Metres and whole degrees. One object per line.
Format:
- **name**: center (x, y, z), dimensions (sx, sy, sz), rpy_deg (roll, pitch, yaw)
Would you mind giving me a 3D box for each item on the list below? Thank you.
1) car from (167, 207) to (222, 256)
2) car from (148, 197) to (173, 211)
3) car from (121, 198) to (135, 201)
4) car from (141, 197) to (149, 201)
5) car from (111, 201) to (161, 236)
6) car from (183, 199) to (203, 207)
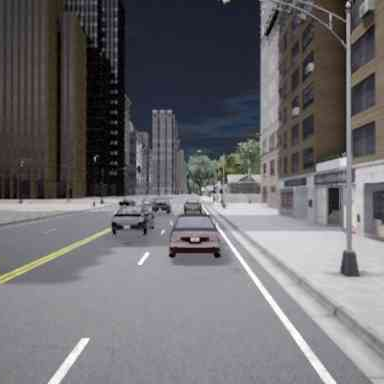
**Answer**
- **car**: center (0.096, 1.539, 12.958), dimensions (2.033, 1.411, 5.357), rpy_deg (0, 0, 0)
- **car**: center (-3.141, 1.469, 35.101), dimensions (1.837, 1.490, 4.892), rpy_deg (0, 0, 0)
- **car**: center (-9.739, 1.562, 49.960), dimensions (1.895, 1.301, 4.718), rpy_deg (0, 0, 0)
- **car**: center (-6.489, 1.439, 49.924), dimensions (2.128, 1.511, 4.902), rpy_deg (0, 0, 0)
- **car**: center (-3.146, 1.477, 18.482), dimensions (2.128, 1.511, 4.902), rpy_deg (0, 0, 0)
- **car**: center (0.107, 1.454, 35.172), dimensions (2.128, 1.511, 4.902), rpy_deg (0, 0, 0)
